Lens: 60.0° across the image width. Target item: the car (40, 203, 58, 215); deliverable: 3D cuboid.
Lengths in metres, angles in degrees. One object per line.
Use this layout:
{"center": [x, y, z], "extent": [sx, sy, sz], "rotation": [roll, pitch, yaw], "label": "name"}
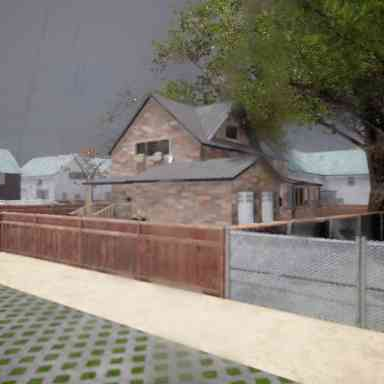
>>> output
{"center": [-14.348, 1.778, 32.919], "extent": [2.033, 1.411, 5.357], "rotation": [0, -1, 37], "label": "car"}
